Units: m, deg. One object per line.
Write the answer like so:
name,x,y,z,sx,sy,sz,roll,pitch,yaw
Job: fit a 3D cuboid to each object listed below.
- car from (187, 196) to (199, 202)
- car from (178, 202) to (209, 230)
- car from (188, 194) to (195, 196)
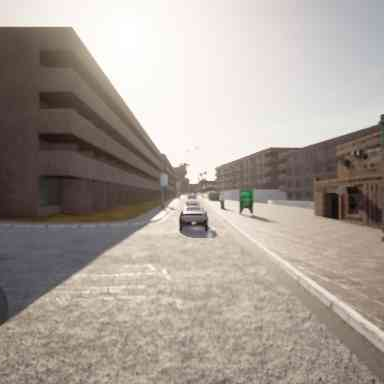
car,0.114,1.615,41.071,1.812,1.442,4.674,0,1,0
car,0.107,1.648,22.287,2.128,1.511,4.902,0,0,0
car,0.026,1.146,75.563,1.994,1.385,4.181,0,0,0
